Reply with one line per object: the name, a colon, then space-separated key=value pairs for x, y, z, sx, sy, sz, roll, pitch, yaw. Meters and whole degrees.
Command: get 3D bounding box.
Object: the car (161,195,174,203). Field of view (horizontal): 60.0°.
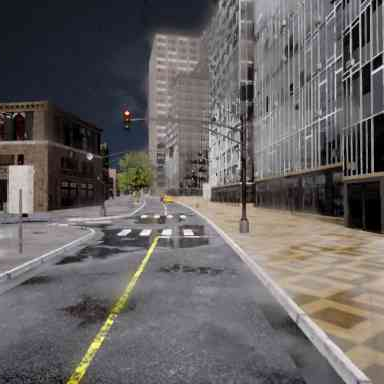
car: x=-4.847 y=1.466 z=68.185 sx=1.882 sy=1.535 sz=5.008 roll=0 pitch=0 yaw=-8
